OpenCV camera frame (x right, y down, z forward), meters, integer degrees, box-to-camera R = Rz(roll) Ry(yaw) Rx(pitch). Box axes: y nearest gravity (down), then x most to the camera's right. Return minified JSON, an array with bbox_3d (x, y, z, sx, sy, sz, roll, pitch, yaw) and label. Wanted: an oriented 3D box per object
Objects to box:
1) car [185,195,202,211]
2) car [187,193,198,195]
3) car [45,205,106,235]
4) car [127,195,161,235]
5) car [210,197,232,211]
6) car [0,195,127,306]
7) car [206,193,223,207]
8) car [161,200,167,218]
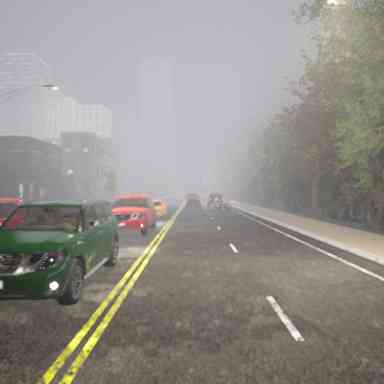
[{"bbox_3d":[0.181,1.406,39.661,1.882,1.535,5.008,0,0,0],"label":"car"},{"bbox_3d":[0.102,1.130,49.855,2.150,2.045,5.566,0,0,0],"label":"car"},{"bbox_3d":[-6.548,1.529,19.222,1.994,1.385,4.181,0,0,1],"label":"car"},{"bbox_3d":[-3.303,1.188,18.772,2.150,2.045,5.566,0,0,1],"label":"car"},{"bbox_3d":[3.429,1.531,38.619,1.895,1.301,4.718,0,0,0],"label":"car"},{"bbox_3d":[-3.335,1.206,8.372,2.150,2.045,5.566,0,0,0],"label":"car"},{"bbox_3d":[3.349,1.132,48.600,2.150,2.045,5.566,0,0,0],"label":"car"},{"bbox_3d":[-3.286,1.425,29.302,1.882,1.535,5.008,0,0,1],"label":"car"}]
